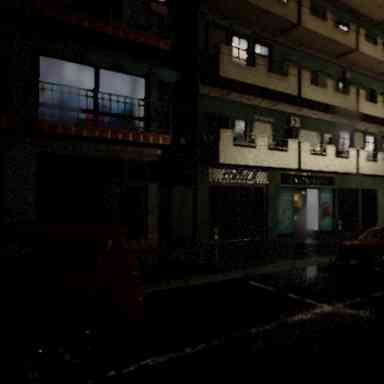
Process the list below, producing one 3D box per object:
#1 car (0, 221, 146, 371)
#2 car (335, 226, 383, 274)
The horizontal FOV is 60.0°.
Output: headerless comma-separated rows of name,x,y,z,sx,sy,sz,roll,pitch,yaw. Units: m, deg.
car,-3.049,1.369,4.333,5.009,1.841,2.192,1,-1,-33
car,6.397,1.743,10.572,4.507,1.381,1.887,1,-1,-33
